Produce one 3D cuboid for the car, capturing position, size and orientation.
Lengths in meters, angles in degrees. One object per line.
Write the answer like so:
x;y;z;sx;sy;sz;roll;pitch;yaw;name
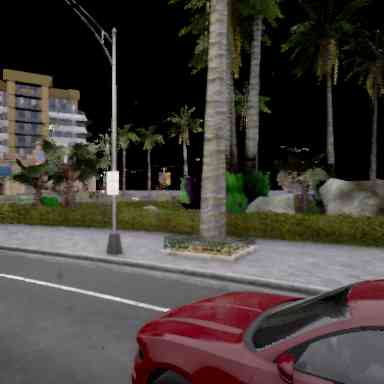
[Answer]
1.711;1.464;2.526;5.008;1.535;1.882;0;0;36;car
